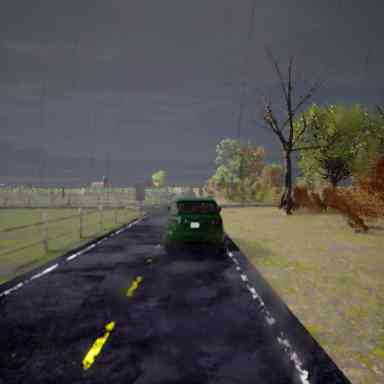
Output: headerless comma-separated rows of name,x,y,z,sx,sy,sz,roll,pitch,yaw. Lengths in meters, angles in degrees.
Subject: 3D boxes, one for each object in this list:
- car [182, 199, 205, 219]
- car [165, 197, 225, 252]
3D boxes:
car,0.095,1.443,29.279,1.882,1.535,5.008,0,0,0
car,0.100,1.213,13.904,2.150,2.045,5.566,0,0,0
